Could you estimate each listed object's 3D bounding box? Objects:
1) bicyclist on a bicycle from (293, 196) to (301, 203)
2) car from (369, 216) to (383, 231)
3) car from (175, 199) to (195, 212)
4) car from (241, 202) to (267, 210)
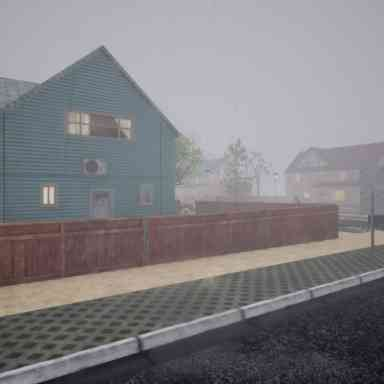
[{"bbox_3d":[9.873,1.206,31.351,1.656,1.620,0.582,-1,1,-36],"label":"bicyclist on a bicycle"},{"bbox_3d":[11.933,1.590,17.350,1.895,1.301,4.718,0,0,-25],"label":"car"},{"bbox_3d":[-1.623,1.475,37.351,1.895,1.301,4.718,0,0,-36],"label":"car"},{"bbox_3d":[5.647,1.494,27.189,1.994,1.385,4.181,0,0,-36],"label":"car"}]
